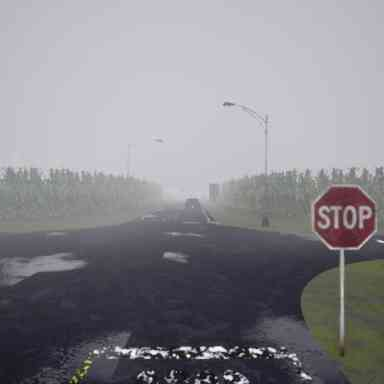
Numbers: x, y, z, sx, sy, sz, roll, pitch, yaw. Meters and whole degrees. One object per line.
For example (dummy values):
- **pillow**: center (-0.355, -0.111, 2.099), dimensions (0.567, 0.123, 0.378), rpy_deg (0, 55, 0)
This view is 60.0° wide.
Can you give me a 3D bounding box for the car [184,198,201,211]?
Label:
- **car**: center (0.043, 1.492, 41.593), dimensions (1.837, 1.490, 4.892), rpy_deg (0, 0, 0)
